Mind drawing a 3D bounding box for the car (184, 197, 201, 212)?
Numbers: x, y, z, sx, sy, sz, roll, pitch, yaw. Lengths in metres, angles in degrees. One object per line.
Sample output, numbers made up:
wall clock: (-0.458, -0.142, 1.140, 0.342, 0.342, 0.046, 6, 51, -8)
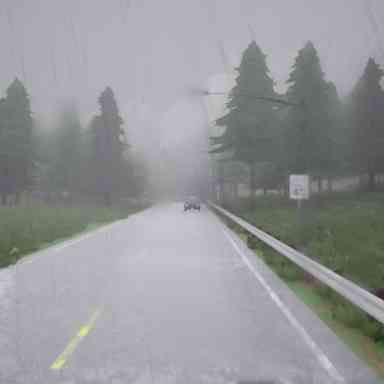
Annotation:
car: (0.044, 1.527, 38.425, 1.895, 1.301, 4.718, 0, 0, 0)
